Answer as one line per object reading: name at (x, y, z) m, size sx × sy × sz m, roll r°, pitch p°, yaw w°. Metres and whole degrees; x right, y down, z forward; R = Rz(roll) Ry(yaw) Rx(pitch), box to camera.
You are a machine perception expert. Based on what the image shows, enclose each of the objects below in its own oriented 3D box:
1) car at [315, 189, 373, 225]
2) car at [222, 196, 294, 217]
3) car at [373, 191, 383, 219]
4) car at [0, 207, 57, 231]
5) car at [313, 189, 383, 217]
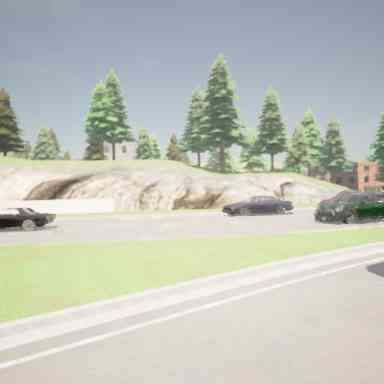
car at (9.325, 0.816, 19.062) m, size 4.553 × 1.767 × 2.097 m, roll -2°, pitch 1°, yaw -20°
car at (4.971, 1.018, 24.904) m, size 5.357 × 1.411 × 2.033 m, roll -2°, pitch 1°, yaw -19°
car at (7.358, 0.910, 8.401) m, size 5.566 × 2.045 × 2.150 m, roll -2°, pitch 1°, yaw -30°
car at (-10.398, 1.537, 18.905) m, size 4.718 × 1.301 × 1.895 m, roll -1°, pitch 1°, yaw -7°
car at (11.112, 0.701, 23.452) m, size 4.553 × 1.767 × 2.097 m, roll -2°, pitch 1°, yaw -21°
